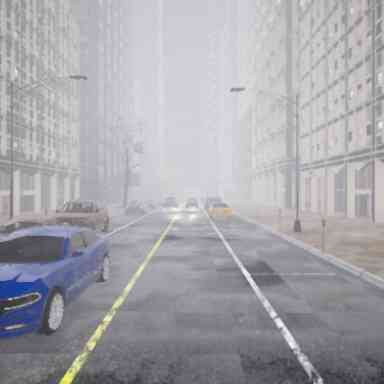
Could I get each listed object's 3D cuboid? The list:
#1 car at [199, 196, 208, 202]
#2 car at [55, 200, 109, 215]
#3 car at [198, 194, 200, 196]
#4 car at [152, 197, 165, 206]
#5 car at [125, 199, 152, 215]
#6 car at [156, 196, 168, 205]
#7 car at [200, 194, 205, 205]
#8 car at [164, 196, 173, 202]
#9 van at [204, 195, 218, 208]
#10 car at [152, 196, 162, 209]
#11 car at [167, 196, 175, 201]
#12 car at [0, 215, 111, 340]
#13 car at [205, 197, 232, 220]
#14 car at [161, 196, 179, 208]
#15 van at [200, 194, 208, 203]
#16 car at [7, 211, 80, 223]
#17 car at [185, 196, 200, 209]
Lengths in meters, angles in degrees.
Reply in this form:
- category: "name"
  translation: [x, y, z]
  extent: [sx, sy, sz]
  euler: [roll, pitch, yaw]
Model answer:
- category: "car"
  translation: [2.697, 1.651, 79.941]
  extent: [1.887, 1.381, 4.507]
  euler: [0, 0, 0]
- category: "car"
  translation: [-5.692, 1.354, 17.262]
  extent: [2.192, 1.841, 5.009]
  euler: [0, 0, 0]
- category: "car"
  translation: [0.006, 1.606, 63.302]
  extent: [1.837, 1.490, 4.892]
  euler: [0, 0, 0]
- category: "car"
  translation: [-5.687, 1.622, 56.979]
  extent: [1.752, 1.417, 4.829]
  euler: [0, 0, 0]
- category: "car"
  translation: [-5.689, 1.509, 34.356]
  extent: [1.967, 1.590, 4.097]
  euler: [0, 0, 0]
- category: "car"
  translation: [-5.687, 1.541, 62.850]
  extent: [1.967, 1.590, 4.097]
  euler: [0, 0, 0]
- category: "car"
  translation: [2.692, 1.400, 45.750]
  extent: [2.192, 1.841, 5.009]
  euler: [0, 0, 0]
- category: "car"
  translation: [-5.684, 1.671, 79.943]
  extent: [1.947, 1.339, 4.313]
  euler: [0, 0, 0]
- category: "van"
  translation: [2.691, 1.419, 40.051]
  extent: [1.690, 1.788, 3.998]
  euler: [0, 0, 0]
- category: "car"
  translation: [-5.688, 1.636, 45.753]
  extent: [2.008, 1.369, 4.403]
  euler: [0, 0, 0]
- category: "car"
  translation: [-5.683, 1.686, 91.340]
  extent: [1.802, 1.307, 4.206]
  euler: [0, 0, 0]
- category: "car"
  translation: [-3.099, 1.495, 6.947]
  extent: [1.882, 1.535, 5.008]
  euler: [0, 0, 0]
- category: "car"
  translation: [2.353, 1.518, 29.076]
  extent: [1.801, 1.575, 5.366]
  euler: [0, 0, 0]
- category: "car"
  translation: [-3.075, 1.440, 48.517]
  extent: [2.097, 1.767, 4.553]
  euler: [0, 0, 0]
- category: "van"
  translation: [2.696, 1.447, 74.243]
  extent: [1.690, 1.788, 3.998]
  euler: [0, 0, 0]
- category: "car"
  translation: [-5.692, 1.572, 11.562]
  extent: [1.887, 1.381, 4.507]
  euler: [0, 0, 0]
- category: "car"
  translation: [0.012, 1.689, 47.557]
  extent: [1.895, 1.301, 4.718]
  euler: [0, 0, 0]
